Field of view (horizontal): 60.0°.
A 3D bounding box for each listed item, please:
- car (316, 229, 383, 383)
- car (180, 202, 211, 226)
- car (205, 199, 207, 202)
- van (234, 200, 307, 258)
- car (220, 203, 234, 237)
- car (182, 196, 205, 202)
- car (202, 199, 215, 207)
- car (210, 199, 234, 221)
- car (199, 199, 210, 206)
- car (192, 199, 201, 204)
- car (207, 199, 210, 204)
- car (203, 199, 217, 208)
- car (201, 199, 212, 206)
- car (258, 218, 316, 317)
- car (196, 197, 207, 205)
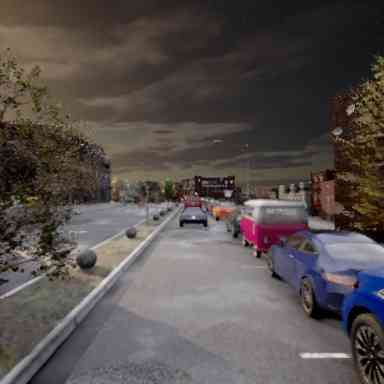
[{"bbox_3d":[2.998,1.227,1.914,2.435,2.045,5.566,0,0,0],"label":"car"},{"bbox_3d":[0.105,1.715,24.665,1.994,1.385,4.181,0,-1,0],"label":"car"},{"bbox_3d":[3.007,1.720,46.147,2.185,1.767,4.553,0,-1,0],"label":"car"},{"bbox_3d":[3.001,1.317,13.044,1.878,1.987,4.442,0,0,0],"label":"van"},{"bbox_3d":[3.002,1.583,18.440,2.231,1.521,4.892,0,0,0],"label":"car"},{"bbox_3d":[0.119,1.537,42.174,2.150,2.045,5.566,0,0,0],"label":"car"},{"bbox_3d":[3.002,2.034,62.606,2.231,1.521,4.892,0,-1,0],"label":"car"},{"bbox_3d":[3.004,1.551,29.458,2.185,1.767,4.553,0,-1,0],"label":"car"},{"bbox_3d":[2.660,2.218,73.695,2.097,1.535,5.008,0,-1,-2],"label":"car"},{"bbox_3d":[1.236,2.543,90.401,2.002,1.452,4.674,0,-1,-6],"label":"car"},{"bbox_3d":[3.005,1.605,34.978,2.185,1.767,4.553,0,-1,0],"label":"car"},{"bbox_3d":[3.010,1.963,57.087,2.231,1.521,4.892,0,-1,0],"label":"car"},{"bbox_3d":[2.891,2.163,68.152,2.002,1.452,4.674,0,-1,-1],"label":"car"},{"bbox_3d":[2.999,1.547,7.400,2.002,1.452,4.674,0,0,0],"label":"car"},{"bbox_3d":[2.313,2.186,79.210,2.185,1.767,4.553,0,-1,-4],"label":"car"}]
